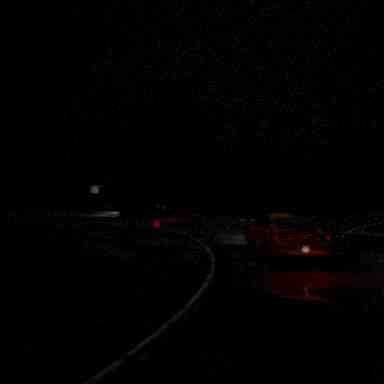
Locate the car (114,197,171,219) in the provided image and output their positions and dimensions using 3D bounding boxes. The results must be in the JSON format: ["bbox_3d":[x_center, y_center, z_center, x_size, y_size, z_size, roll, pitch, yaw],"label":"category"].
[{"bbox_3d":[-4.150,1.308,28.951,4.553,1.767,2.097,1,0,32],"label":"car"}]

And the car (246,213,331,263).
[{"bbox_3d":[3.289,1.512,12.151,1.882,1.535,5.008,1,0,-1],"label":"car"}]
